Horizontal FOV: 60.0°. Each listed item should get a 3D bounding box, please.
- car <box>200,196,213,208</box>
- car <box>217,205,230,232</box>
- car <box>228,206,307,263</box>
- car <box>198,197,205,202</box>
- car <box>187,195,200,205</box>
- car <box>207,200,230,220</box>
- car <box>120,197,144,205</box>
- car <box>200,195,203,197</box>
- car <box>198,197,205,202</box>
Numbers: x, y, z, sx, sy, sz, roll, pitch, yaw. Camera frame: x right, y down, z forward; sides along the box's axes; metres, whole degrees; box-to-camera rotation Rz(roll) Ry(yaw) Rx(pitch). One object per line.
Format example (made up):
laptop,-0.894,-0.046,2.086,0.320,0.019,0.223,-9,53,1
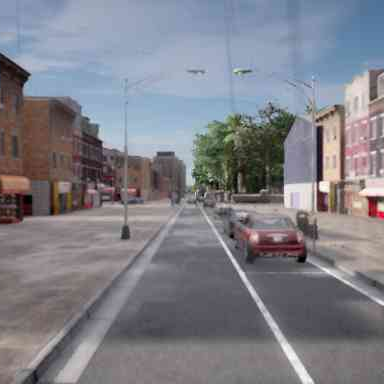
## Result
car,2.633,1.757,51.454,1.947,1.339,4.313,-1,0,0
car,2.631,1.594,17.722,2.008,1.369,4.403,-1,0,0
car,2.629,1.467,12.101,1.967,1.590,4.097,-1,0,0
car,2.634,2.006,89.587,1.752,1.417,4.829,-1,-1,0
car,0.007,1.811,67.986,1.994,1.385,4.181,0,0,0
car,2.631,1.632,28.967,2.008,1.369,4.403,-1,0,0
car,-11.998,1.744,66.530,4.902,1.511,2.128,0,0,0
car,2.634,1.980,83.967,2.008,1.369,4.403,-1,-1,0
car,2.634,2.082,94.868,2.008,1.369,4.403,-1,-1,0
